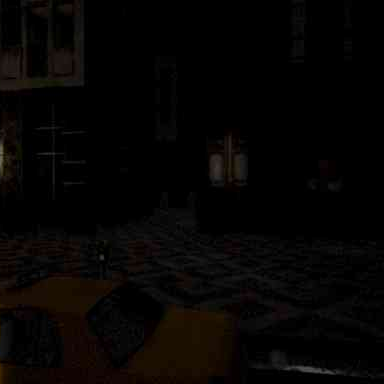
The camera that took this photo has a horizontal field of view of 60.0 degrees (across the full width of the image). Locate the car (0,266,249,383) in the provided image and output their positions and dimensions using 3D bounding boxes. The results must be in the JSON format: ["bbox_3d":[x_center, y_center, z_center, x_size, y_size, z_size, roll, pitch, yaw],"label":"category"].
[{"bbox_3d":[-1.876,1.477,3.401,4.829,1.417,1.752,0,1,10],"label":"car"}]
